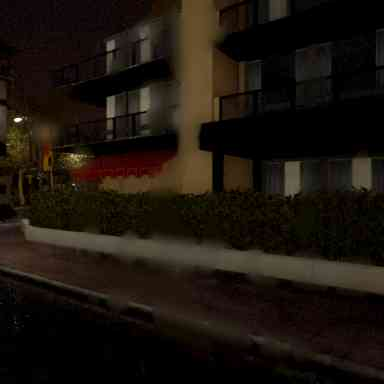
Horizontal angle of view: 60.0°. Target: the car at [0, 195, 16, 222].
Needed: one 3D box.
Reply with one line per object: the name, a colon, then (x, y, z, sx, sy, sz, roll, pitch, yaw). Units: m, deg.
car: (-16.020, 1.215, 24.385, 2.150, 2.045, 5.566, 0, 0, 35)
